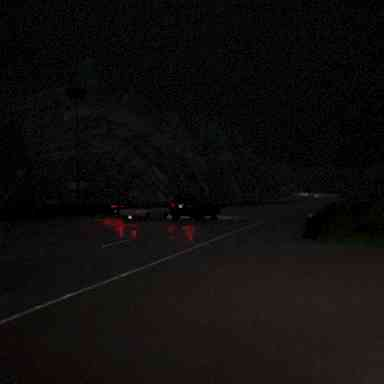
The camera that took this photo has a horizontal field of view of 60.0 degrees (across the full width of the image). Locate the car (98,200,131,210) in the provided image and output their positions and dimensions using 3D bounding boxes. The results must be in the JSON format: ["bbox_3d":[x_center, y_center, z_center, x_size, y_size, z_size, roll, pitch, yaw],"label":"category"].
[{"bbox_3d":[-11.694,1.910,50.759,2.033,1.411,5.357,0,-2,25],"label":"car"}]

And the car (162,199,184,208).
[{"bbox_3d":[-3.442,2.152,60.462,1.882,1.535,5.008,0,-2,25],"label":"car"}]

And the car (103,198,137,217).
[{"bbox_3d":[-5.464,1.487,30.226,2.128,1.511,4.902,0,-1,24],"label":"car"}]

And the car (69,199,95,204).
[{"bbox_3d":[-16.157,1.796,49.439,1.837,1.490,4.892,0,-2,25],"label":"car"}]

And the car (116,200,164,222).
[{"bbox_3d":[-3.542,1.549,25.978,1.895,1.301,4.718,0,0,24],"label":"car"}]

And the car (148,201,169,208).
[{"bbox_3d":[-6.288,2.303,62.642,1.895,1.301,4.718,0,-2,24],"label":"car"}]

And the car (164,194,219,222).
[{"bbox_3d":[0.302,1.178,25.986,2.150,2.045,5.566,0,-1,24],"label":"car"}]

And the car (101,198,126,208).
[{"bbox_3d":[-14.495,1.950,61.493,2.097,1.767,4.553,0,-1,25],"label":"car"}]

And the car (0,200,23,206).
[{"bbox_3d":[-23.479,1.646,41.798,1.994,1.385,4.181,0,-1,24],"label":"car"}]

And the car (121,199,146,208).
[{"bbox_3d":[-10.728,2.108,61.373,1.882,1.535,5.008,0,-1,25],"label":"car"}]

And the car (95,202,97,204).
[{"bbox_3d":[-10.579,1.793,44.823,1.994,1.385,4.181,0,-1,25],"label":"car"}]
